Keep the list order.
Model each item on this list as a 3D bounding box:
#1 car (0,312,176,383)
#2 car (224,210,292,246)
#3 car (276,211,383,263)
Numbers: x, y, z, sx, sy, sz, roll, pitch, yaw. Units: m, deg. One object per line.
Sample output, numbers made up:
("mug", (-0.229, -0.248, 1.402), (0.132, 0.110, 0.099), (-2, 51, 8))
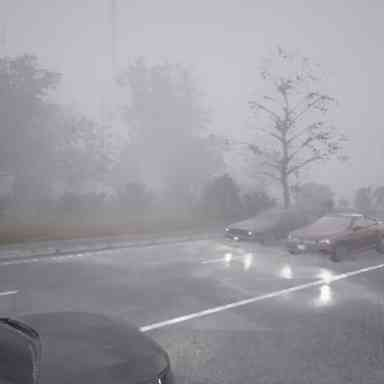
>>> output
("car", (-2.372, 1.505, 2.055), (4.892, 1.490, 1.837), (0, 0, -35))
("car", (4.004, 1.541, 15.343), (5.357, 1.411, 2.033), (0, 0, -35))
("car", (5.437, 1.519, 12.075), (4.674, 1.442, 1.812), (0, 0, -35))
